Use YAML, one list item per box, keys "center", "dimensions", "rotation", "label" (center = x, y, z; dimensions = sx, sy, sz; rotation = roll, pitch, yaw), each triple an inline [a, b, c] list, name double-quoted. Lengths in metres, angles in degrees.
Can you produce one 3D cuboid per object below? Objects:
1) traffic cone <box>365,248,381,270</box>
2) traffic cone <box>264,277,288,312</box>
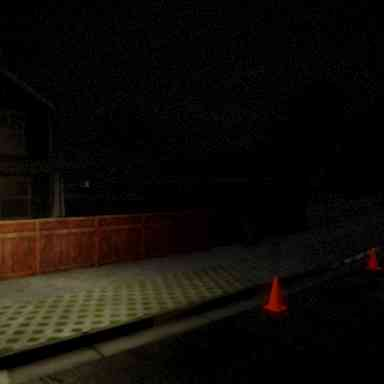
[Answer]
- center: [5.229, 1.911, 9.616]
  dimensions: [0.340, 0.580, 0.340]
  rotation: [0, 0, -43]
  label: "traffic cone"
- center: [1.611, 1.934, 6.391]
  dimensions: [0.340, 0.580, 0.340]
  rotation: [0, 0, -40]
  label: "traffic cone"
